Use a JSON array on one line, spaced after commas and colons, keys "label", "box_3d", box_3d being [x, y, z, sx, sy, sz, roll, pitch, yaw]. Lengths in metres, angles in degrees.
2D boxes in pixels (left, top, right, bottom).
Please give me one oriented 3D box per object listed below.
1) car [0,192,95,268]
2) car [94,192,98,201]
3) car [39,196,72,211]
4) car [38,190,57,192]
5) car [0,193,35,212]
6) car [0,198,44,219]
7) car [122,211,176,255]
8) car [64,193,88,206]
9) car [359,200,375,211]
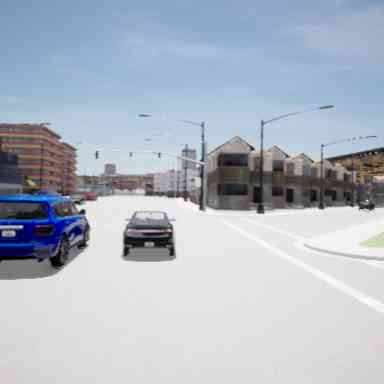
[{"label": "car", "box_3d": [-4.931, 1.145, 11.053, 2.150, 2.045, 5.566, 1, 0, -7]}, {"label": "car", "box_3d": [-17.453, 0.767, 57.399, 1.882, 1.535, 5.008, 1, 1, -7]}, {"label": "car", "box_3d": [-15.218, 1.260, 37.331, 2.033, 1.411, 5.357, 1, 1, -6]}, {"label": "car", "box_3d": [-19.517, 0.743, 44.418, 2.150, 2.045, 5.566, 1, 1, -7]}, {"label": "car", "box_3d": [-18.473, 1.019, 35.053, 2.097, 1.767, 4.553, 1, 1, -7]}, {"label": "car", "box_3d": [-14.107, 1.274, 27.659, 1.837, 1.490, 4.892, 1, 0, -7]}, {"label": "car", "box_3d": [-1.665, 1.491, 13.230, 2.128, 1.511, 4.902, 1, 0, -7]}, {"label": "car", "box_3d": [-16.273, 1.039, 47.012, 2.128, 1.511, 4.902, 1, 1, -6]}, {"label": "car", "box_3d": [29.769, 2.386, 56.624, 1.837, 1.490, 4.892, 1, 0, 38]}]
